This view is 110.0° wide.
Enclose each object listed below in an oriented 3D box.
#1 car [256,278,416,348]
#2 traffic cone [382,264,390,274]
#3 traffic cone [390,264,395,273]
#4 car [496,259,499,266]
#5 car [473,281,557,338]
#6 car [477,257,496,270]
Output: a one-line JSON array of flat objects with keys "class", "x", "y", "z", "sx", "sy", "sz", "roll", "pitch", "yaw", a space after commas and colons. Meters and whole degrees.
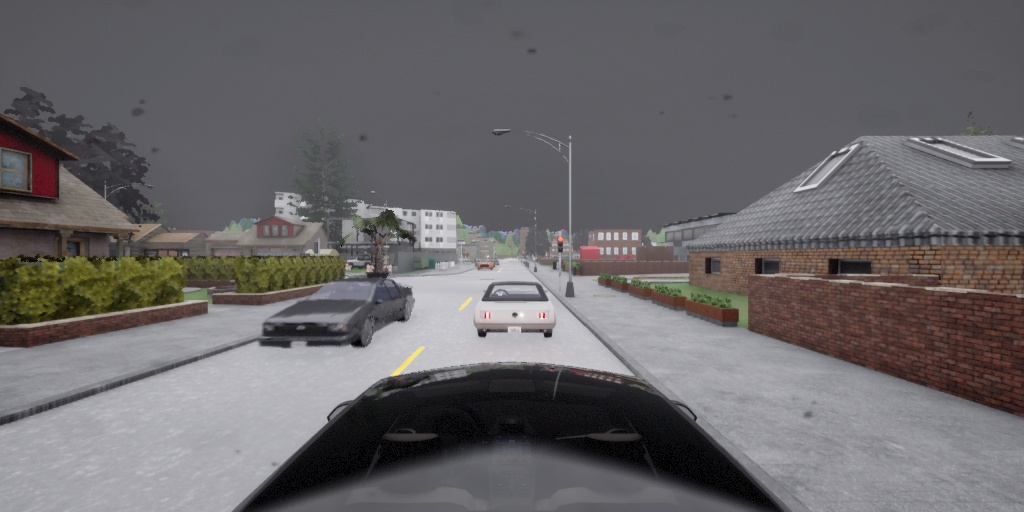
[{"class": "car", "x": -4.061, "y": 1.297, "z": 9.508, "sx": 2.033, "sy": 1.411, "sz": 5.357, "roll": 0, "pitch": 0, "yaw": 0}, {"class": "traffic cone", "x": -15.526, "y": 1.561, "z": 44.141, "sx": 0.344, "sy": 0.586, "sz": 0.344, "roll": 0, "pitch": 0, "yaw": 0}, {"class": "traffic cone", "x": -15.162, "y": 1.558, "z": 44.708, "sx": 0.344, "sy": 0.586, "sz": 0.344, "roll": 0, "pitch": 0, "yaw": 0}, {"class": "car", "x": -3.755, "y": 1.252, "z": 61.673, "sx": 1.837, "sy": 1.490, "sz": 4.892, "roll": 0, "pitch": 1, "yaw": 1}, {"class": "car", "x": 0.096, "y": 1.351, "z": 10.191, "sx": 1.895, "sy": 1.301, "sz": 4.718, "roll": 0, "pitch": 0, "yaw": 1}, {"class": "car", "x": -3.826, "y": 1.102, "z": 52.297, "sx": 2.097, "sy": 1.767, "sz": 4.553, "roll": 0, "pitch": 0, "yaw": 0}]
